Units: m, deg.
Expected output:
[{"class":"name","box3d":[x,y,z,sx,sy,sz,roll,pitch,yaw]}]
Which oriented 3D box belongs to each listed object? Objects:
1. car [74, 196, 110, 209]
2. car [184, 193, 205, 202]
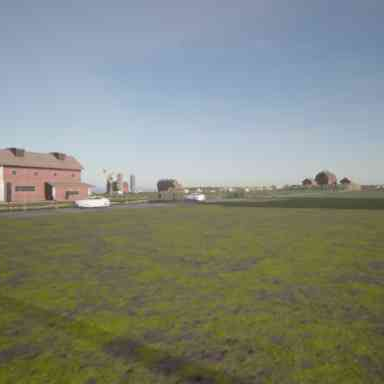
[{"class":"car","box3d":[-12.233,1.270,40.930,1.812,1.442,4.674,0,1,36]},{"class":"car","box3d":[0.564,0.941,58.424,1.812,1.442,4.674,0,1,36]}]
